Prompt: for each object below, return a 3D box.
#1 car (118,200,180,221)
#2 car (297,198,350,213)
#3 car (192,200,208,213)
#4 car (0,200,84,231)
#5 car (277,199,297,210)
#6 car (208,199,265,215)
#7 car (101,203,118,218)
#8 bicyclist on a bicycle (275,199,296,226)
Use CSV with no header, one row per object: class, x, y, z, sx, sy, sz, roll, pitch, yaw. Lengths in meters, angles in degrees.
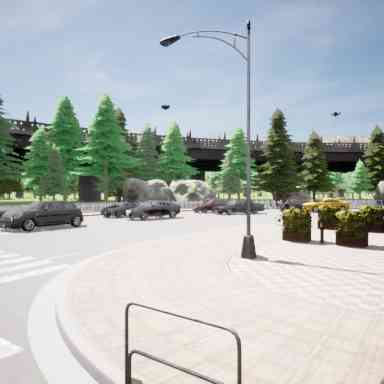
car,-3.144,1.435,27.121,4.902,1.511,2.128,0,0,-44
car,14.555,1.421,36.275,5.008,1.535,1.882,0,0,-7
car,2.264,1.469,35.556,4.674,1.442,1.812,0,0,-28
car,-8.940,1.295,20.050,2.097,1.767,4.553,0,0,37
car,12.215,1.507,39.293,4.181,1.385,1.994,0,0,-10
car,4.683,1.491,33.045,5.357,1.411,2.033,0,0,-26
car,-5.844,1.507,29.215,1.994,1.385,4.181,0,0,45
bicyclist on a bicycle,5.581,1.245,19.574,0.582,1.620,1.656,0,0,-44
